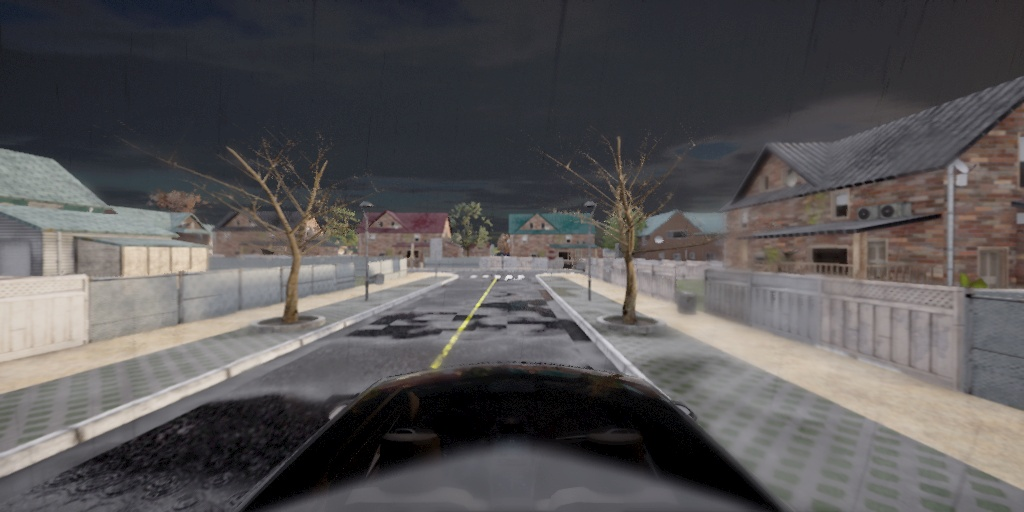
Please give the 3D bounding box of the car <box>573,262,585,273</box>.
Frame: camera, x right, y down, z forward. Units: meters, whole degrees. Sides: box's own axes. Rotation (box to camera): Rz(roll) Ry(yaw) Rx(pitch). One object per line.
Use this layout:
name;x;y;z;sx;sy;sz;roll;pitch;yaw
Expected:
car;8.962;1.046;36.284;5.357;1.411;2.033;1;0;0
